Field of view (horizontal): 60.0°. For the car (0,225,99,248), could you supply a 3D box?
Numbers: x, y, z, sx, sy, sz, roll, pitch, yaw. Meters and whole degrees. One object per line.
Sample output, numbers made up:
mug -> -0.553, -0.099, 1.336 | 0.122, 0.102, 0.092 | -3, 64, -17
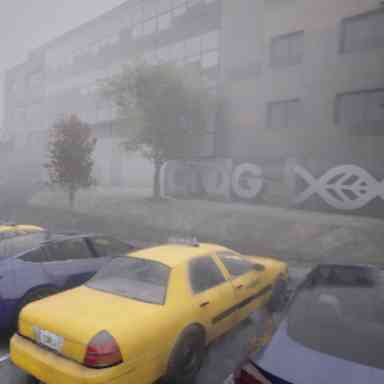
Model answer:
car -> -2.344, 1.533, 6.990 | 2.163, 1.488, 4.792 | 0, 0, 36

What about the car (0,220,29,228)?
car -> -4.526, 1.511, 8.740 | 1.946, 1.575, 5.366 | 0, 0, 36

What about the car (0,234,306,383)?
car -> 0.022, 1.489, 5.495 | 1.946, 1.575, 5.366 | 0, 0, 36
